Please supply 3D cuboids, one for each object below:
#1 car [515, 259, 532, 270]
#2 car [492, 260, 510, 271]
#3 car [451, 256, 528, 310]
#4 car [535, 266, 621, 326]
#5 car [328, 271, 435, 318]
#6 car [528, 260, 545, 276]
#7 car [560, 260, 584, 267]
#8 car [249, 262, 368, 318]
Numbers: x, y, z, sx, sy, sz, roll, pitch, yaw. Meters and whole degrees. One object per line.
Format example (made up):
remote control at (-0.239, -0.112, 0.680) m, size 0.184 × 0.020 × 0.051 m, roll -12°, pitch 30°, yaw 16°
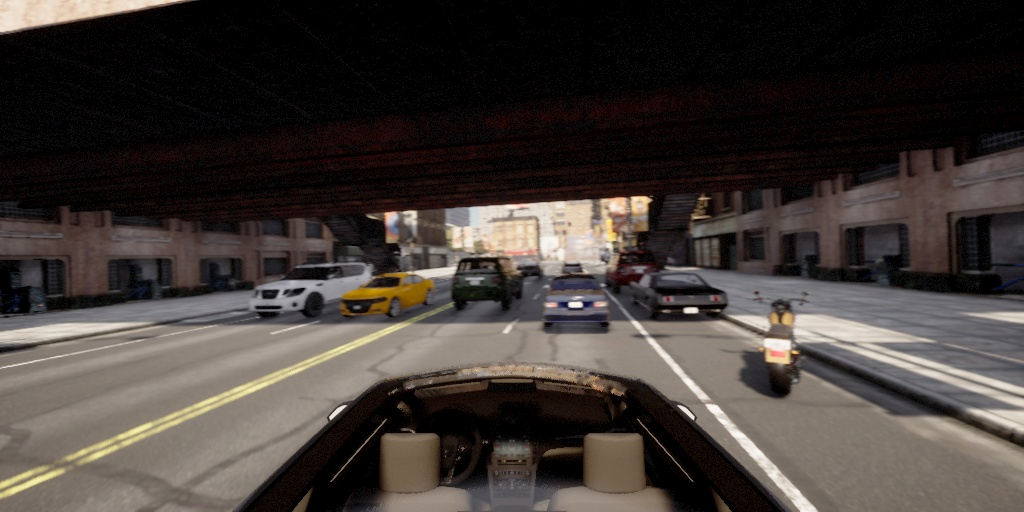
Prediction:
car at (1.821, 1.301, 55.133) m, size 1.882 × 1.535 × 5.008 m, roll -2°, pitch 0°, yaw 9°
car at (-1.626, 1.482, 55.718) m, size 1.812 × 1.442 × 4.674 m, roll -2°, pitch 0°, yaw 9°
car at (-0.876, 1.041, 15.416) m, size 2.150 × 2.045 × 5.566 m, roll -2°, pitch 0°, yaw 10°
car at (2.004, 1.247, 11.400) m, size 2.033 × 1.411 × 5.357 m, roll -2°, pitch 0°, yaw 10°
car at (-4.784, 1.444, 14.471) m, size 1.882 × 1.535 × 5.008 m, roll -2°, pitch 0°, yaw 10°
car at (1.861, 1.266, 32.214) m, size 1.837 × 1.490 × 4.892 m, roll -2°, pitch 0°, yaw 9°
car at (5.302, 1.119, 31.589) m, size 2.128 × 1.511 × 4.902 m, roll -2°, pitch 0°, yaw 9°
car at (-8.182, 1.320, 15.388) m, size 2.150 × 2.045 × 5.566 m, roll -2°, pitch 0°, yaw 10°
